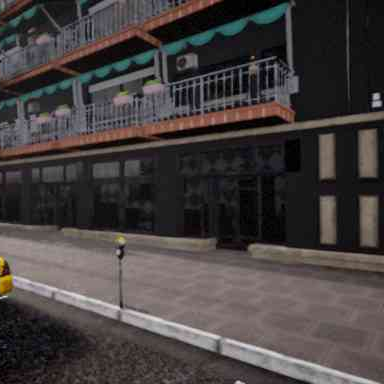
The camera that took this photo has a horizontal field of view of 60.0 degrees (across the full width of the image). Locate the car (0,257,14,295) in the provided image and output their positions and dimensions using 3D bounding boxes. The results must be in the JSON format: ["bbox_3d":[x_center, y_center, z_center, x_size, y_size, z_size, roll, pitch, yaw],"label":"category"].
[{"bbox_3d":[-5.908,1.435,7.151,5.366,1.575,1.801,0,0,35],"label":"car"}]
